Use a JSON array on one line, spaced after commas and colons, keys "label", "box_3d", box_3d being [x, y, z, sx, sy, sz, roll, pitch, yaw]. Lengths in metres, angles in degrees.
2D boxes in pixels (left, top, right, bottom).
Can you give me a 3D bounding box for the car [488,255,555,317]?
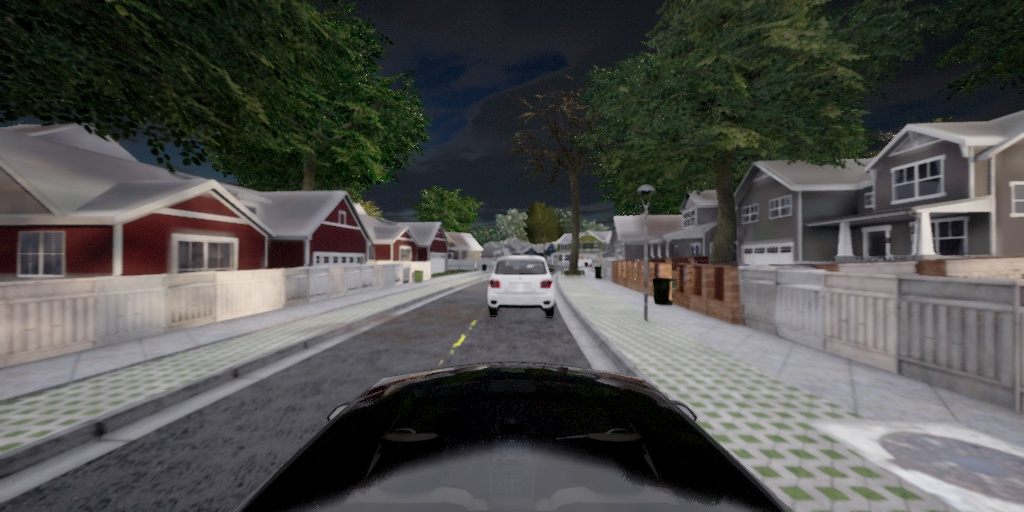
[{"label": "car", "box_3d": [0.418, 0.998, 13.401, 2.150, 2.045, 5.566, 0, 0, 4]}]
